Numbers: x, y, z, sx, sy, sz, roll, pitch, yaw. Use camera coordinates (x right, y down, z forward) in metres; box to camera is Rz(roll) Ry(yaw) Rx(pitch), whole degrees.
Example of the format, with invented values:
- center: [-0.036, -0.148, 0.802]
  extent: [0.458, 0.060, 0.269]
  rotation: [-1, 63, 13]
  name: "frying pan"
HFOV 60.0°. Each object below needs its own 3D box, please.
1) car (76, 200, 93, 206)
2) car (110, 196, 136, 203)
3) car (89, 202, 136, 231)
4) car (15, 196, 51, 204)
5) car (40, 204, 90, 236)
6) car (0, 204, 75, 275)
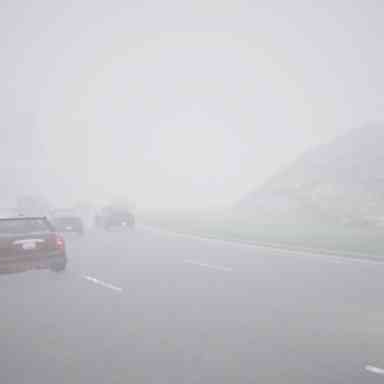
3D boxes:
- center: [-12.591, 1.723, 39.676]
  extent: [1.837, 1.490, 4.892]
  rotation: [0, 0, 0]
  name: "car"
- center: [-8.951, 1.481, 43.524]
  extent: [2.150, 2.045, 5.566]
  rotation: [0, 0, 6]
  name: "car"
- center: [-5.208, 1.635, 22.030]
  extent: [1.837, 1.490, 4.892]
  rotation: [0, 0, -28]
  name: "car"
- center: [-15.767, 1.383, 33.254]
  extent: [2.150, 2.045, 5.566]
  rotation: [0, 0, -8]
  name: "car"
- center: [-7.323, 1.623, 18.604]
  extent: [1.812, 1.442, 4.674]
  rotation: [0, 0, -30]
  name: "car"
- center: [-5.547, 1.399, 10.072]
  extent: [2.097, 1.767, 4.553]
  rotation: [1, -1, -41]
  name: "car"
